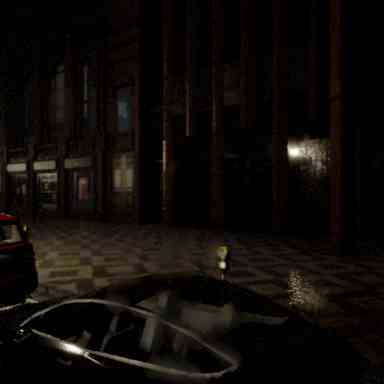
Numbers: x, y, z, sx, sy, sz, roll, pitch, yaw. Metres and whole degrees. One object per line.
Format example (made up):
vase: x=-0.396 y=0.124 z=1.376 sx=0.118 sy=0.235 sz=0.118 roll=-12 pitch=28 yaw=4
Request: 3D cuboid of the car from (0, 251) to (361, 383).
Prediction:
car: x=-0.576 y=1.566 z=3.490 sx=4.313 sy=1.339 sz=1.947 roll=0 pitch=0 yaw=36

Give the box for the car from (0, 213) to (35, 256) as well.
car: x=-5.167 y=1.317 z=6.766 sx=5.009 sy=1.841 sz=2.192 roll=0 pitch=0 yaw=36
